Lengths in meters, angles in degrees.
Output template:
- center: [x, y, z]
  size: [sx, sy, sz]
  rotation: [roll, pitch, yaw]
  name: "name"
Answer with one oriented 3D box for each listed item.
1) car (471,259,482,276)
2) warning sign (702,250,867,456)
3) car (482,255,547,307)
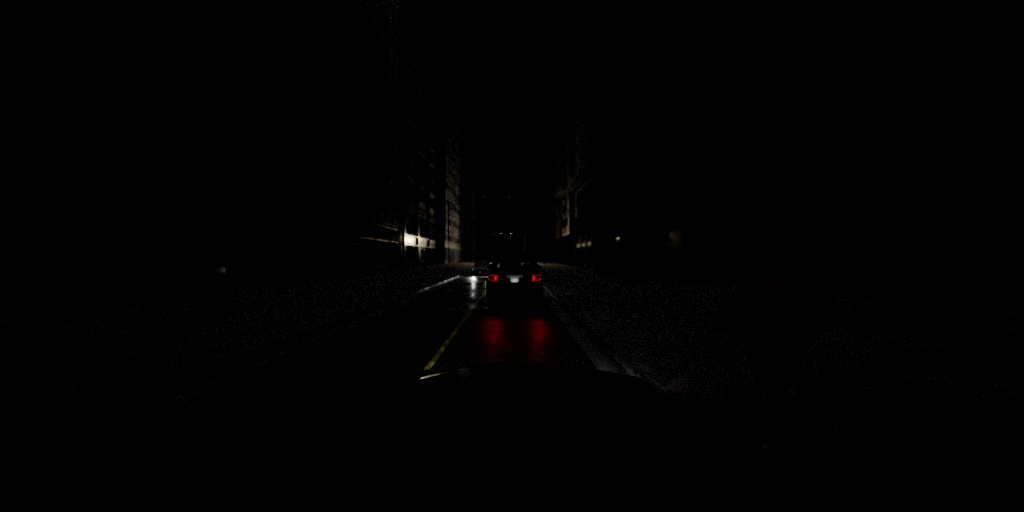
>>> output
- center: [-3.085, 1.285, 37.018]
  size: [1.812, 1.442, 4.674]
  rotation: [0, 0, 0]
  name: "car"
- center: [2.717, 0.866, 3.734]
  size: [1.300, 1.860, 1.060]
  rotation: [0, 0, 0]
  name: "warning sign"
- center: [0.101, 0.974, 15.585]
  size: [2.150, 2.045, 5.566]
  rotation: [0, 0, 0]
  name: "car"
